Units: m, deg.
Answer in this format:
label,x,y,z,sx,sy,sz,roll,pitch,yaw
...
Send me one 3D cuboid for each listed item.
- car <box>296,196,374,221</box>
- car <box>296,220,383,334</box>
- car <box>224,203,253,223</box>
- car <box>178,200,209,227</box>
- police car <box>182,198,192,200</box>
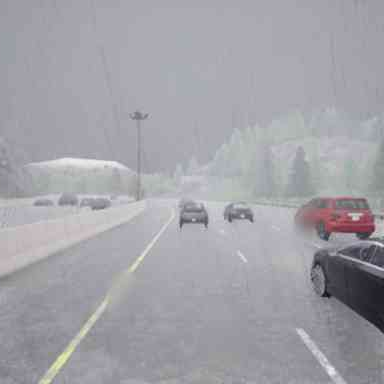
label,x,y,z,sx,sy,sz,roll,pitch,yaw
car,7.118,1.234,17.106,2.150,2.045,5.566,0,0,0
car,3.603,1.496,5.620,2.128,1.511,4.902,0,0,0
car,3.568,1.545,25.858,1.812,1.442,4.674,0,0,-1
car,0.099,1.508,22.567,2.128,1.511,4.902,0,0,0
police car,-0.674,1.534,41.448,2.038,1.542,4.974,0,0,-5
